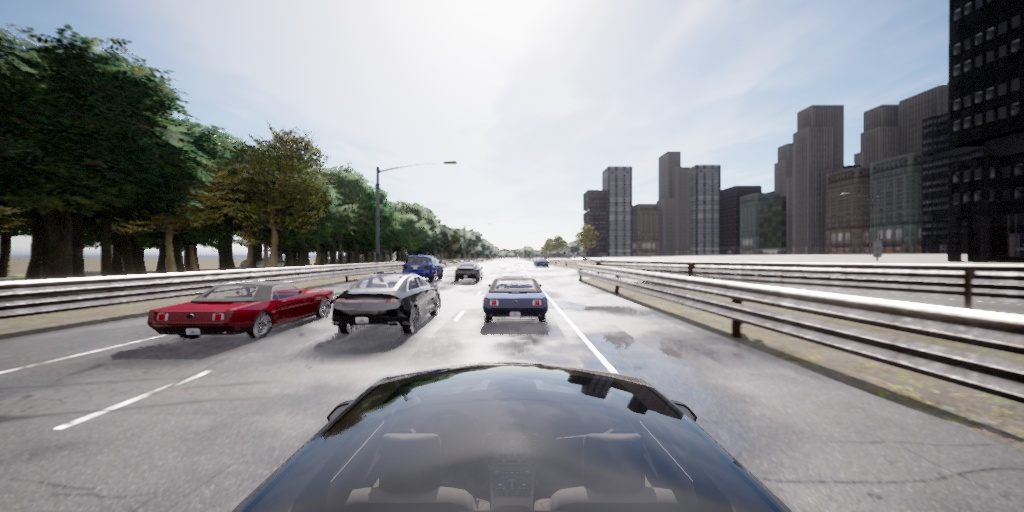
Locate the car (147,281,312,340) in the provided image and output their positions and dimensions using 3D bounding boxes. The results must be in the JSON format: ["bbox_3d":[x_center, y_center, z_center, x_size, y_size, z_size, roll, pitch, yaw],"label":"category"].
[{"bbox_3d":[-6.902,1.352,9.988,1.895,1.301,4.718,0,0,0],"label":"car"}]

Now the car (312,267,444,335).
[{"bbox_3d":[-3.403,1.242,10.559,2.128,1.511,4.902,0,0,0],"label":"car"}]

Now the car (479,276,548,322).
[{"bbox_3d":[0.100,1.350,12.312,1.895,1.301,4.718,0,0,0],"label":"car"}]

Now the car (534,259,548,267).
[{"bbox_3d":[5.166,1.253,64.624,1.882,1.535,5.008,0,0,-7],"label":"car"}]

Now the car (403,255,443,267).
[{"bbox_3d":[-6.902,0.957,28.267,2.150,2.045,5.566,0,0,0],"label":"car"}]

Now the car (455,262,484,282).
[{"bbox_3d":[-3.404,1.240,28.705,1.837,1.490,4.892,0,0,0],"label":"car"}]
